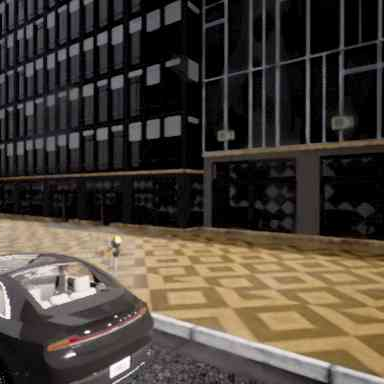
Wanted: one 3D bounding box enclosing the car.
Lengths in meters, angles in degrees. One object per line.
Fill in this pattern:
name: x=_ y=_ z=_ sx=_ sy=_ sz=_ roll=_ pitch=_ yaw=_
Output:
car: x=-2.512 y=1.549 z=4.665 sx=4.403 sy=1.369 sz=2.008 roll=0 pitch=0 yaw=36
